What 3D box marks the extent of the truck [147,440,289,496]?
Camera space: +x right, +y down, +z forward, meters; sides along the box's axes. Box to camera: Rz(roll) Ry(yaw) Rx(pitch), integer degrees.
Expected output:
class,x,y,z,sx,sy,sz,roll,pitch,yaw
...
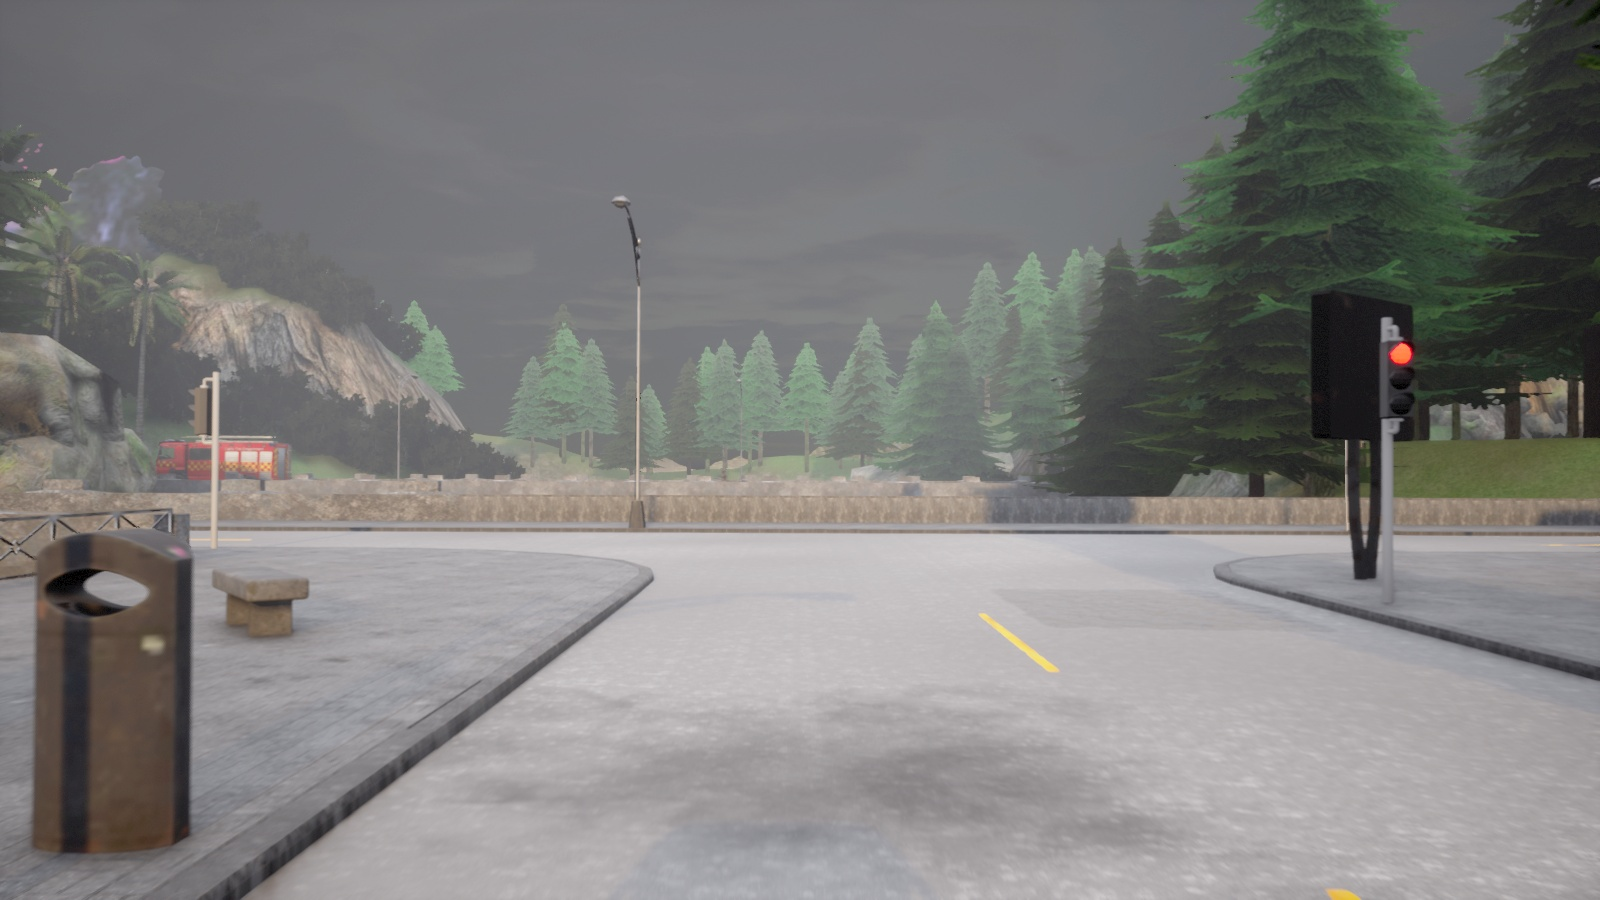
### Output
class,x,y,z,sx,sy,sz,roll,pitch,yaw
truck,-40.316,1.272,87.139,8.468,3.827,2.891,0,-1,1
